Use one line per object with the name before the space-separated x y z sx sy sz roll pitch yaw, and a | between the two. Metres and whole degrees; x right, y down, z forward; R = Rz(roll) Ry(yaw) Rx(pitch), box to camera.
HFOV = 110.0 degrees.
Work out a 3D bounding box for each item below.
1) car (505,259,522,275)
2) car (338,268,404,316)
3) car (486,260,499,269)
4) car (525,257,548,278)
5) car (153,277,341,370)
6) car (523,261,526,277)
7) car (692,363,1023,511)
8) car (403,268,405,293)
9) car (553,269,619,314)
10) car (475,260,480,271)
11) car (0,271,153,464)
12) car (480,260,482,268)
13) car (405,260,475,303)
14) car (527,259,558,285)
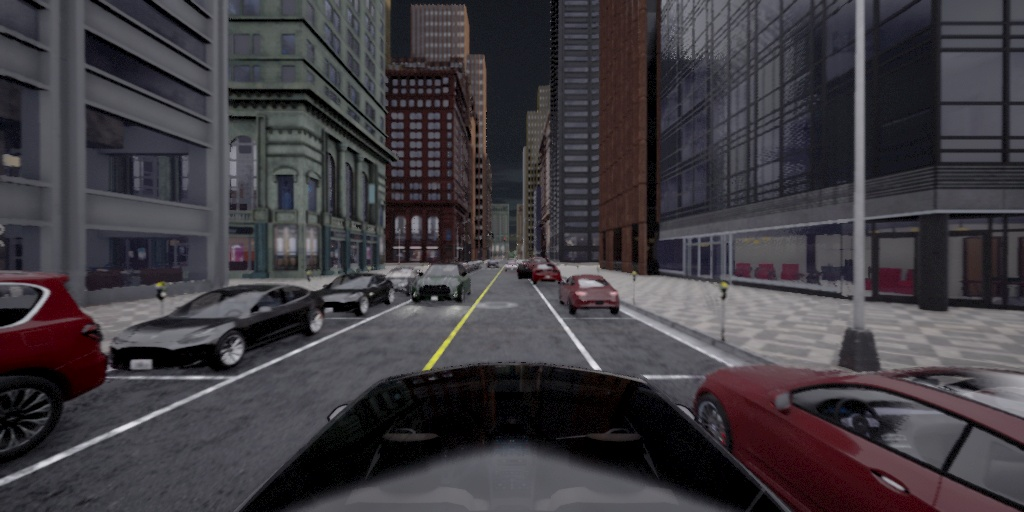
car | 0.021 1.343 46.983 1.895 1.301 4.718 0 0 1
car | -5.764 1.309 13.394 1.948 1.339 4.313 0 0 0
car | -3.047 1.294 57.247 2.033 1.411 5.357 0 0 1
car | 2.759 1.054 35.944 2.192 1.841 5.009 0 0 0
car | -5.763 1.312 7.758 1.948 1.339 4.313 0 0 0
car | 2.758 1.055 41.580 2.192 1.841 5.009 0 0 0
car | 2.762 1.332 2.128 1.802 1.307 4.207 0 0 0
car | -5.765 1.291 19.030 2.007 1.370 4.403 0 0 0
car | 2.761 1.326 13.400 1.802 1.307 4.207 0 0 0
car | -5.767 1.307 47.213 1.948 1.339 4.313 0 0 0
car | -5.763 1.064 2.121 2.192 1.841 5.009 0 0 0
car | -5.768 1.310 52.849 1.948 1.339 4.313 0 0 0
car | -3.100 1.094 16.564 2.097 1.767 4.553 0 0 0
car | 2.358 1.217 25.926 1.882 1.535 5.008 0 0 0
